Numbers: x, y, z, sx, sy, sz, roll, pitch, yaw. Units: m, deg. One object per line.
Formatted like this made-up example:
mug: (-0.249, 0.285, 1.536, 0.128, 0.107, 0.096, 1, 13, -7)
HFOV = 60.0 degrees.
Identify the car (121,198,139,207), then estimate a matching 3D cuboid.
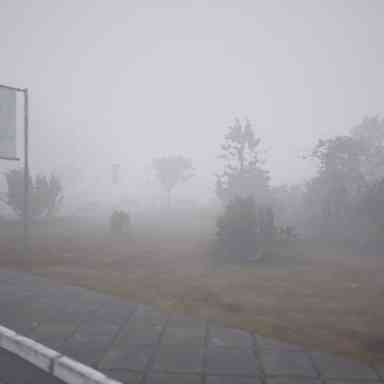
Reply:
car: (-9.980, 1.591, 49.111, 2.033, 1.411, 5.357, 0, 0, 39)

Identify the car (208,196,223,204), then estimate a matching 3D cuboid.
car: (4.457, 1.330, 55.881, 1.812, 1.442, 4.674, 0, 1, 37)

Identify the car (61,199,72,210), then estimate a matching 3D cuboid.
car: (-16.440, 1.606, 41.089, 2.128, 1.511, 4.902, 0, 0, 39)

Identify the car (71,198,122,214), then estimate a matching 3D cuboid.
car: (-10.504, 1.690, 36.982, 1.895, 1.301, 4.718, 0, 0, 39)

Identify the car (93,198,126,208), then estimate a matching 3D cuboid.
car: (-12.649, 1.655, 51.377, 1.895, 1.301, 4.718, 0, 0, 39)

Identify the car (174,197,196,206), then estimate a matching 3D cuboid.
car: (-1.101, 1.462, 54.338, 1.994, 1.385, 4.181, 0, 1, 38)
